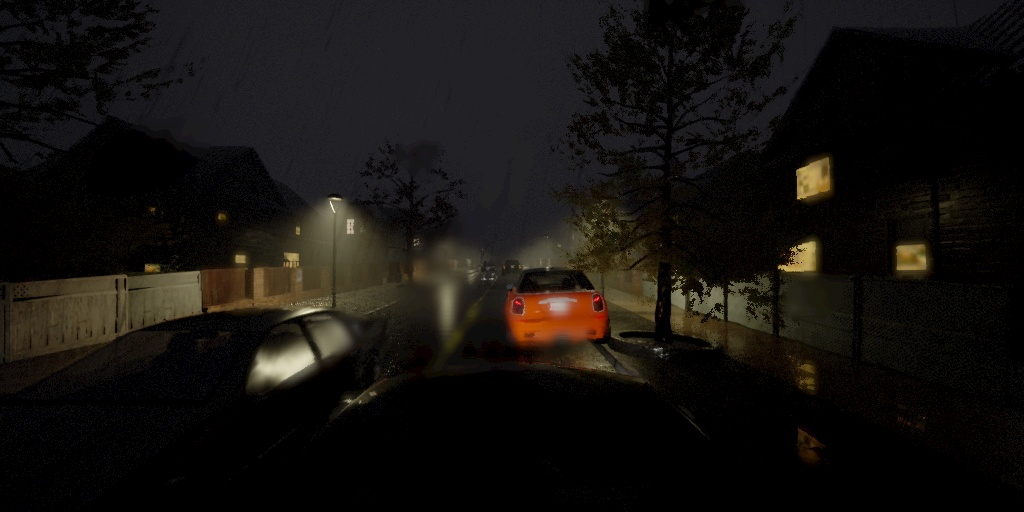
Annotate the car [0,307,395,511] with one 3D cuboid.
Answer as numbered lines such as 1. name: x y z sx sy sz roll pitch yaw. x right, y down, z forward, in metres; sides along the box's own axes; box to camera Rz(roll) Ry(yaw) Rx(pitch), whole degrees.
1. car: -2.850 1.300 3.678 2.033 1.411 5.357 0 0 0

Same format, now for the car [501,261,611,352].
1. car: 0.917 1.059 9.121 2.097 1.767 4.553 -3 -1 0

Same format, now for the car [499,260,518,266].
1. car: 0.043 1.163 37.951 2.097 1.767 4.553 0 0 0

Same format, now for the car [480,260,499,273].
1. car: -2.892 1.322 45.266 2.128 1.511 4.902 0 0 0
